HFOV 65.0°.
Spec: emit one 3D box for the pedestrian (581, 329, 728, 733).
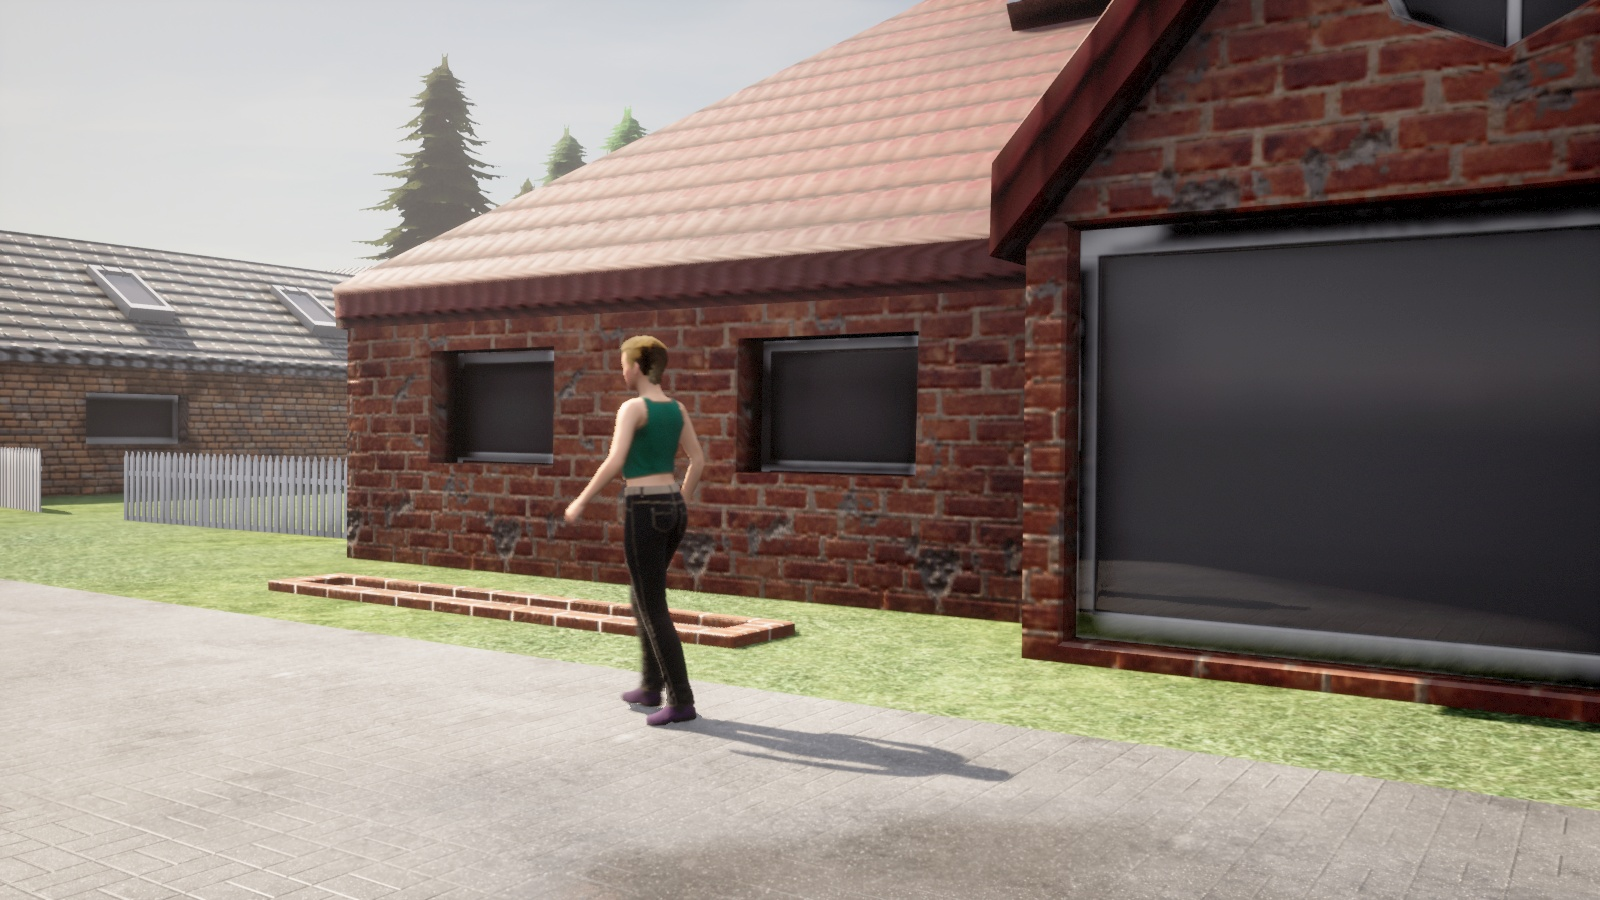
[{"bbox_3d":[-0.696,0.365,6.003,0.594,1.836,0.345,0,1,33],"label":"pedestrian"}]
